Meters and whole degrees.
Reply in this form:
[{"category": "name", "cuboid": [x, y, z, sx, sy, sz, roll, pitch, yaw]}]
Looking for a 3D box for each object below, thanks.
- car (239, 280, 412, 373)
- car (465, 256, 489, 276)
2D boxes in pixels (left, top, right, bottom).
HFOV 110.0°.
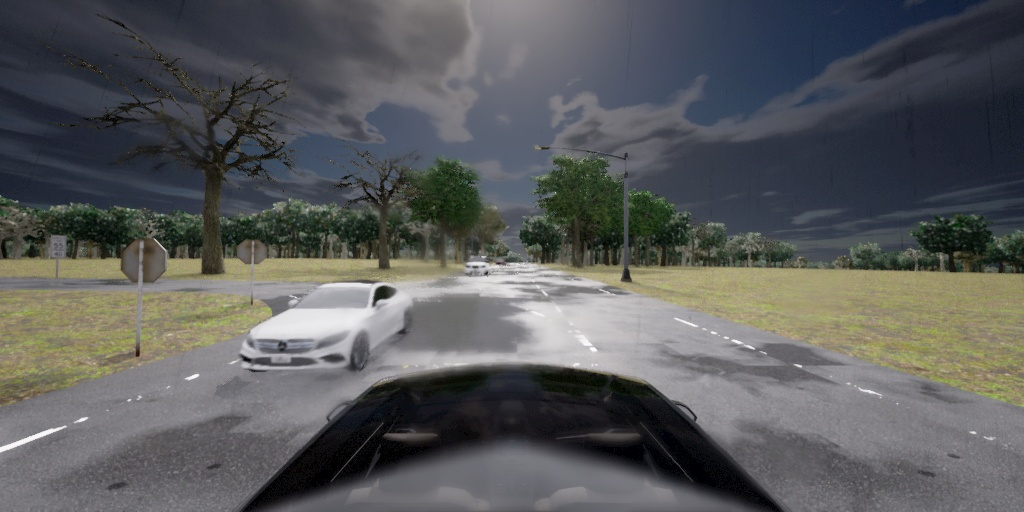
[{"category": "car", "cuboid": [-3.507, 1.278, 7.765, 1.812, 1.442, 4.674, 0, 0, 0]}, {"category": "car", "cuboid": [-3.577, 1.040, 37.729, 2.150, 2.045, 5.566, 0, 0, 0]}]
